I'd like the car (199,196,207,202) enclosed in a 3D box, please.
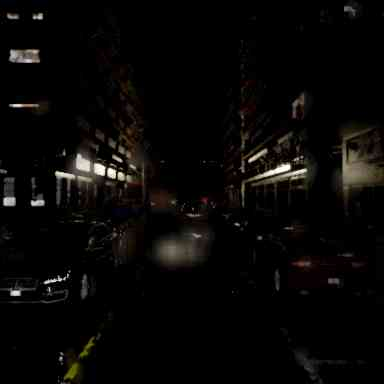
[{"bbox_3d":[2.748,1.782,82.625,1.887,1.381,4.507,1,0,0],"label":"car"}]

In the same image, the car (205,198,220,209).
[{"bbox_3d":[2.723,1.687,37.054,1.802,1.307,4.206,1,0,0],"label":"car"}]

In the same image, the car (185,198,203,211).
[{"bbox_3d":[0.122,1.720,41.937,1.895,1.301,4.718,0,0,0],"label":"car"}]

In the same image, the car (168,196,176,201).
[{"bbox_3d":[-5.594,1.822,93.960,2.008,1.369,4.403,1,0,0],"label":"car"}]

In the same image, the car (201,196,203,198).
[{"bbox_3d":[2.731,1.578,48.447,1.967,1.590,4.097,1,0,0],"label":"car"}]

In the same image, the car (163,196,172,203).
[{"bbox_3d":[-5.609,1.746,76.701,1.752,1.417,4.829,1,0,0],"label":"car"}]

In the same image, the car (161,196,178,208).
[{"bbox_3d":[-3.056,1.692,50.661,2.033,1.411,5.357,0,0,0],"label":"car"}]

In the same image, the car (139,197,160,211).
[{"bbox_3d":[-5.654,1.672,42.692,2.008,1.369,4.403,1,0,0],"label":"car"}]

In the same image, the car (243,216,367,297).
[{"bbox_3d":[2.708,1.570,8.572,1.887,1.381,4.507,1,0,0],"label":"car"}]

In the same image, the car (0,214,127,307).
[{"bbox_3d":[-3.096,1.528,8.269,1.837,1.490,4.892,0,0,0],"label":"car"}]

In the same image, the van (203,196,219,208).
[{"bbox_3d":[2.730,1.463,42.751,1.690,1.788,3.998,1,0,0],"label":"van"}]

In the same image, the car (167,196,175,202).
[{"bbox_3d":[-5.597,1.799,88.264,1.887,1.381,4.507,1,0,0],"label":"car"}]

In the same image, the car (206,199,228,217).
[{"bbox_3d":[2.720,1.640,31.358,2.008,1.369,4.403,1,0,0],"label":"car"}]

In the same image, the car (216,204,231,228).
[{"bbox_3d":[2.714,1.623,19.965,1.947,1.339,4.313,1,0,0],"label":"car"}]

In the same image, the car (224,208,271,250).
[{"bbox_3d":[2.710,1.607,14.268,1.947,1.339,4.313,1,0,0],"label":"car"}]

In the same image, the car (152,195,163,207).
[{"bbox_3d":[-5.644,1.470,54.086,2.192,1.841,5.009,1,0,0],"label":"car"}]

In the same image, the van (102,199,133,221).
[{"bbox_3d":[-5.659,1.414,25.604,1.690,1.788,3.998,1,0,0],"label":"van"}]

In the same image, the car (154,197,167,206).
[{"bbox_3d":[-5.645,1.716,59.783,1.887,1.381,4.507,1,0,0],"label":"car"}]

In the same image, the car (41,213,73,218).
[{"bbox_3d":[-5.670,1.607,14.210,1.947,1.339,4.313,1,0,0],"label":"car"}]

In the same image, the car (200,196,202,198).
[{"bbox_3d":[2.738,1.770,65.535,1.802,1.307,4.206,1,0,0],"label":"car"}]

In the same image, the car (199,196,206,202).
[{"bbox_3d":[2.751,1.799,88.321,1.887,1.381,4.507,1,0,0],"label":"car"}]
